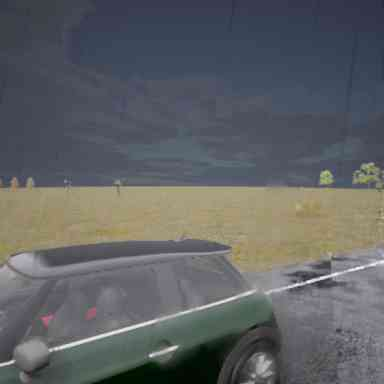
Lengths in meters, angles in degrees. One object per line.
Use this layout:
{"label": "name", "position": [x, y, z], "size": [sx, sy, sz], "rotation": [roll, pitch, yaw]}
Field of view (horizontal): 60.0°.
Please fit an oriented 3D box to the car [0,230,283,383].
{"label": "car", "position": [-1.244, 1.345, 3.161], "size": [4.553, 1.767, 2.097], "rotation": [0, 0, -36]}
